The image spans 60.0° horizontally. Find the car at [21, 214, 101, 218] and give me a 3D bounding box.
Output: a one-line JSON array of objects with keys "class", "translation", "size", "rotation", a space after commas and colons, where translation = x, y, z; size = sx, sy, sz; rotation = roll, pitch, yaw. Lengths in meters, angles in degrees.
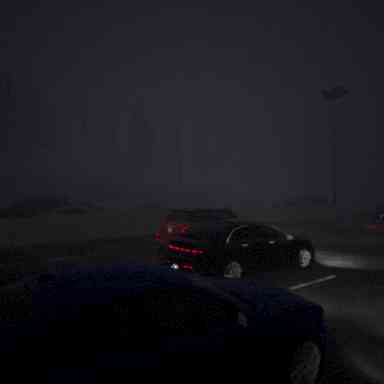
[{"class": "car", "translation": [-7.676, 1.592, 20.179], "size": [4.674, 1.442, 1.812], "rotation": [0, 0, -37]}]

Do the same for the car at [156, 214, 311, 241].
[{"class": "car", "translation": [1.531, 1.530, 9.391], "size": [4.892, 1.490, 1.837], "rotation": [0, 0, -37]}]

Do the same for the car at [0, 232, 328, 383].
[{"class": "car", "translation": [-0.606, 1.489, 3.419], "size": [5.008, 1.535, 1.882], "rotation": [0, 0, -36]}]

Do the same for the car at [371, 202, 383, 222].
[{"class": "car", "translation": [15.659, 1.545, 26.057], "size": [4.902, 1.511, 2.128], "rotation": [0, 0, -43]}]

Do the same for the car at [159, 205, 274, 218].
[{"class": "car", "translation": [0.887, 1.388, 13.315], "size": [4.553, 1.767, 2.097], "rotation": [0, 0, -38]}]

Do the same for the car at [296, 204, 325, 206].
[{"class": "car", "translation": [14.068, 1.310, 39.331], "size": [5.566, 2.045, 2.150], "rotation": [-1, 0, -45]}]
